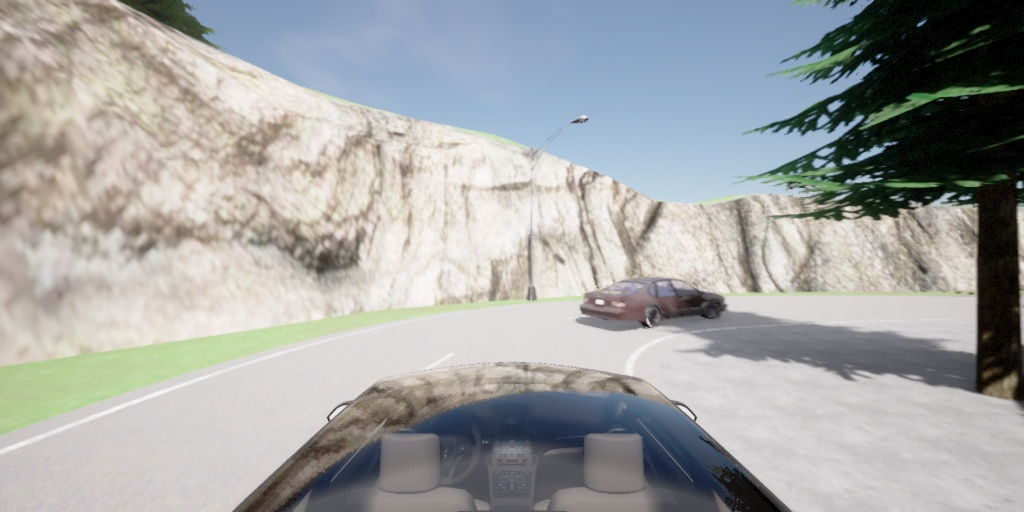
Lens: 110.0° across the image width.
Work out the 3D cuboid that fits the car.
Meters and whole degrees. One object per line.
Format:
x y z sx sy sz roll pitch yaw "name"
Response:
4.700 1.384 11.632 5.357 1.411 2.033 0 -1 -31 "car"
